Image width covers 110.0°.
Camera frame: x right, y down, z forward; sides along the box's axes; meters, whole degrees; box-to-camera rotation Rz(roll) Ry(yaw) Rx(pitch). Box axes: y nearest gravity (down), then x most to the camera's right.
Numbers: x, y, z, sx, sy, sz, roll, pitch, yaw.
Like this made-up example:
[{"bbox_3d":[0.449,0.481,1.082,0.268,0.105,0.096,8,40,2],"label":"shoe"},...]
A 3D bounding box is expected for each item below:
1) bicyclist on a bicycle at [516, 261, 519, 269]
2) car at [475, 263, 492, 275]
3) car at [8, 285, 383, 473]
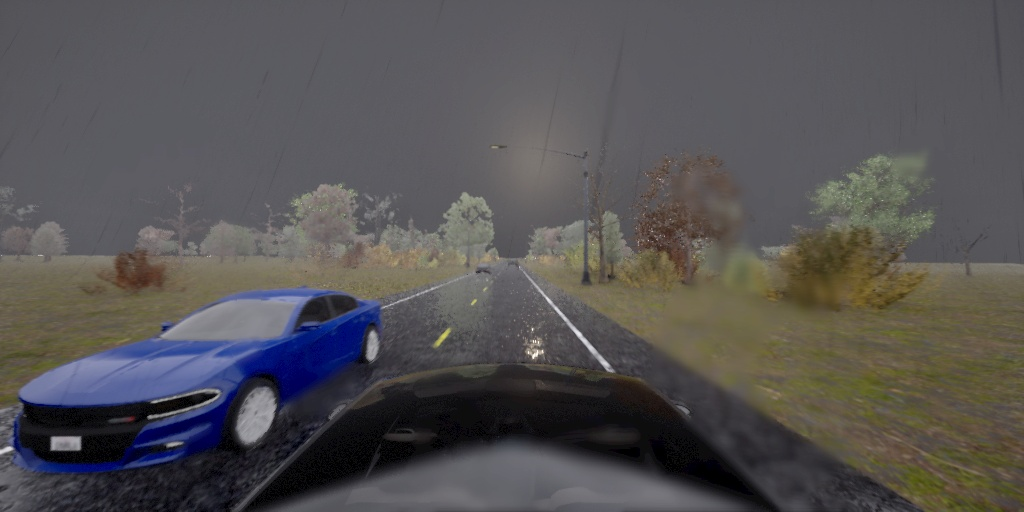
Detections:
[{"bbox_3d":[0.995,1.650,62.666,0.582,1.620,1.656,0,-1,0],"label":"bicyclist on a bicycle"},{"bbox_3d":[-3.558,1.628,45.663,2.033,1.411,5.357,0,0,0],"label":"car"},{"bbox_3d":[-3.597,1.258,5.391,1.882,1.535,5.008,0,0,0],"label":"car"}]
